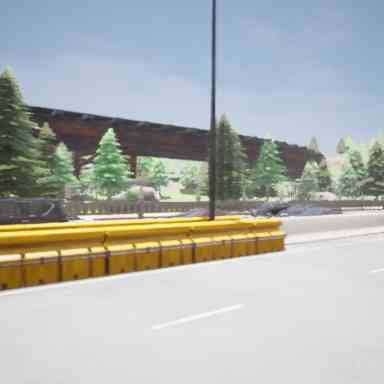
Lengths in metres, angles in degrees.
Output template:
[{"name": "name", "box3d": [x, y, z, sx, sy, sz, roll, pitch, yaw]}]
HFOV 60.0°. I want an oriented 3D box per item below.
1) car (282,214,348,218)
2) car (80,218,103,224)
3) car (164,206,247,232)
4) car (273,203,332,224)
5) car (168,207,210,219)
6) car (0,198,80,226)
[{"name": "car", "box3d": [9.006, 1.777, 23.280, 5.357, 1.411, 2.033, 1, 0, -35]}, {"name": "car", "box3d": [-6.927, 1.640, 16.247, 4.718, 1.301, 1.895, 1, 0, -35]}, {"name": "car", "box3d": [0.976, 1.695, 21.881, 5.357, 1.411, 2.033, 1, 0, -35]}, {"name": "car", "box3d": [9.268, 1.752, 27.754, 4.902, 1.511, 2.128, 1, 0, -35]}, {"name": "car", "box3d": [0.544, 1.640, 17.276, 4.674, 1.442, 1.812, 1, 0, -35]}, {"name": "car", "box3d": [-7.196, 1.230, 11.744, 5.566, 2.045, 2.150, 1, 0, -36]}]
